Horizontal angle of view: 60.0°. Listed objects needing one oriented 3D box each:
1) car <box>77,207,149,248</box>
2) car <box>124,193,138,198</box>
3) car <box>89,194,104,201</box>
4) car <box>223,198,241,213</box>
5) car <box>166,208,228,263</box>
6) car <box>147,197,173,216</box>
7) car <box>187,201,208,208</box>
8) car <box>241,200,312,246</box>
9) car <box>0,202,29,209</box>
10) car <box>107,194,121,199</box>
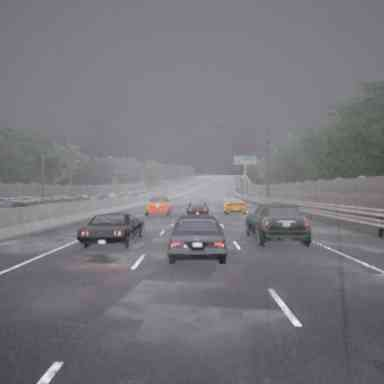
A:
[{"bbox_3d":[-3.286,1.544,14.469,1.895,1.301,4.718,0,0,1],"label":"car"},{"bbox_3d":[-12.061,1.060,66.479,2.097,1.767,4.553,0,0,3],"label":"car"},{"bbox_3d":[-19.056,1.218,66.762,2.128,1.511,4.902,0,0,3],"label":"car"},{"bbox_3d":[4.112,1.357,32.820,1.882,1.535,5.008,0,0,2],"label":"car"},{"bbox_3d":[0.179,1.503,11.709,2.033,1.411,5.357,0,0,1],"label":"car"},{"bbox_3d":[-2.940,1.233,31.087,2.097,1.767,4.553,0,0,2],"label":"car"},{"bbox_3d":[0.525,1.489,29.899,1.895,1.301,4.718,0,0,2],"label":"car"},{"bbox_3d":[3.728,1.296,15.108,2.097,1.767,4.553,0,0,1],"label":"car"},{"bbox_3d":[-13.802,1.444,24.889,2.033,1.411,5.357,0,0,1],"label":"car"},{"bbox_3d":[-15.560,1.223,66.583,1.812,1.442,4.674,0,1,3],"label":"car"}]
